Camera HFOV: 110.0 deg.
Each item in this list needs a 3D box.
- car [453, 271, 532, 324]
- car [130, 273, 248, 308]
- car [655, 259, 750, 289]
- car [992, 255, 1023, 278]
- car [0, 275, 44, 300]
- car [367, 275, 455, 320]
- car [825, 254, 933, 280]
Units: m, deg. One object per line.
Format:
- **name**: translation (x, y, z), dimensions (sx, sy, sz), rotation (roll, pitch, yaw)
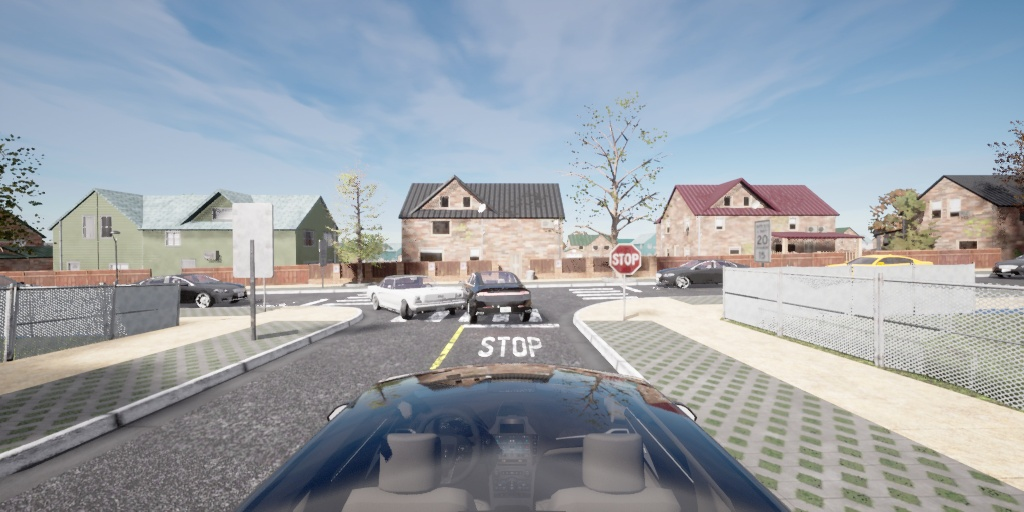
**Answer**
- **car**: translation (-0.680, 1.242, 12.078), dimensions (2.128, 1.511, 4.902), rotation (0, 0, -12)
- **car**: translation (-14.895, 1.566, 16.439), dimensions (4.902, 1.511, 2.128), rotation (-1, 1, 0)
- **car**: translation (10.339, 0.925, 19.481), dimensions (4.902, 1.511, 2.128), rotation (-1, 1, 0)
- **car**: translation (29.393, 0.478, 19.546), dimensions (4.902, 1.511, 2.128), rotation (-1, 1, 0)
- **car**: translation (-24.233, 1.648, 16.402), dimensions (4.553, 1.767, 2.097), rotation (-1, 1, 0)
- **car**: translation (-3.597, 1.367, 12.938), dimensions (1.895, 1.301, 4.718), rotation (0, 0, -38)
- **car**: translation (19.769, 0.690, 19.514), dimensions (5.008, 1.535, 1.882), rotation (-1, 1, -1)
